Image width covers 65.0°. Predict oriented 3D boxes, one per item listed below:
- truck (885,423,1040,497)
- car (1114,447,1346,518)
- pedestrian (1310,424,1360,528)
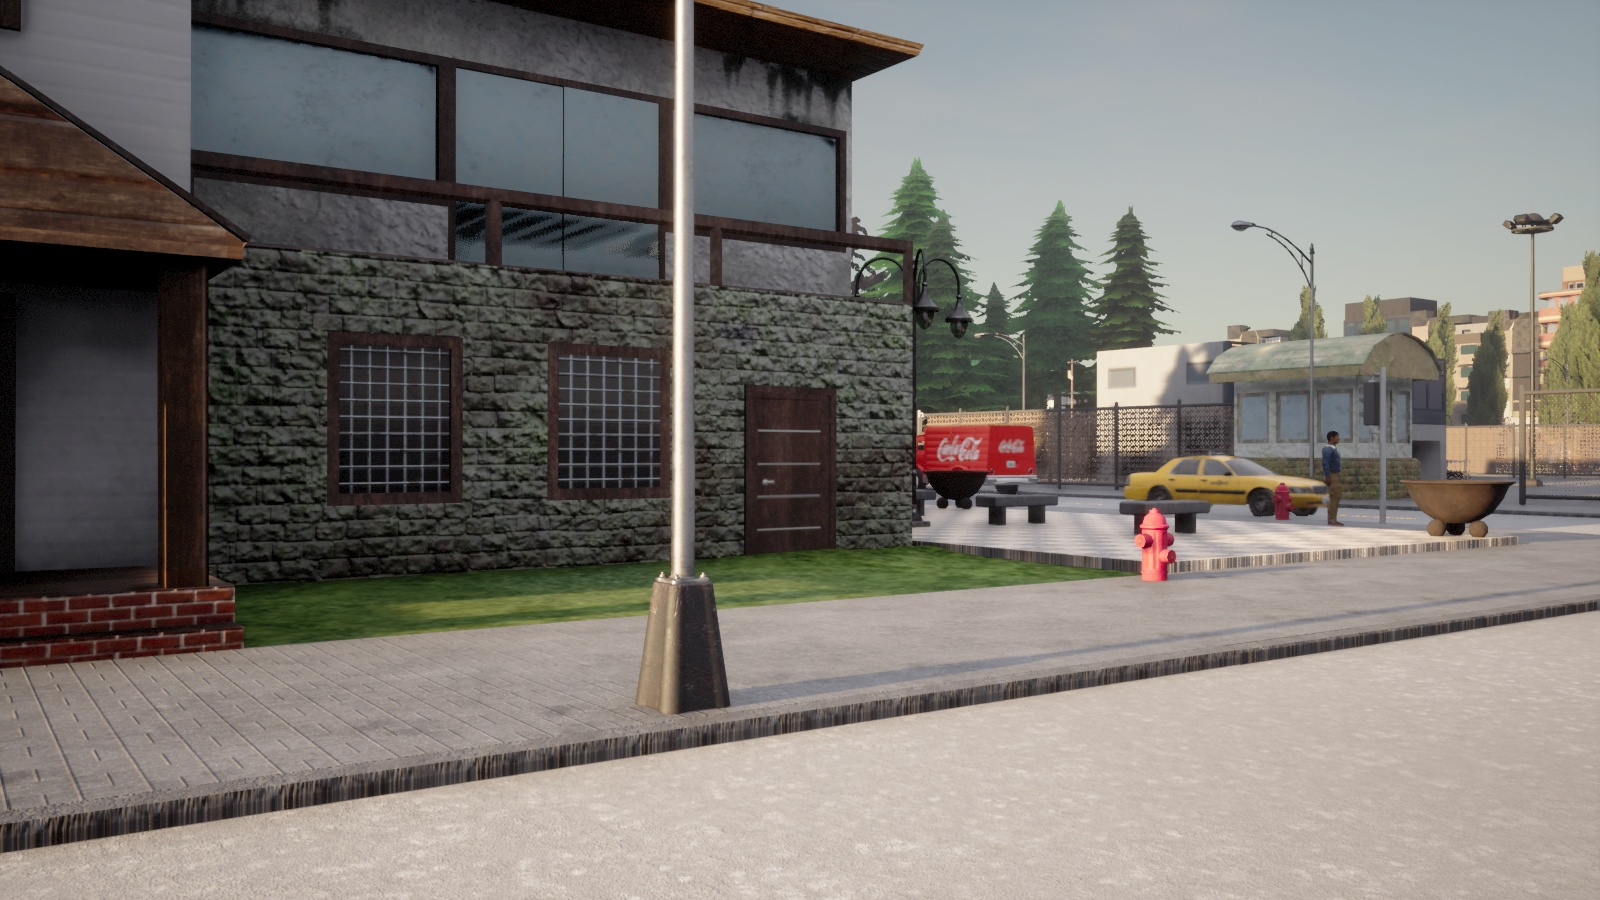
[{"bbox_3d":[5.681,0.354,44.602,2.627,2.467,5.204,0,0,-35],"label":"truck"},{"bbox_3d":[10.391,0.737,30.823,1.801,1.575,5.366,0,0,-35],"label":"car"},{"bbox_3d":[10.221,0.487,24.008,0.788,1.949,0.423,0,0,39],"label":"pedestrian"}]
